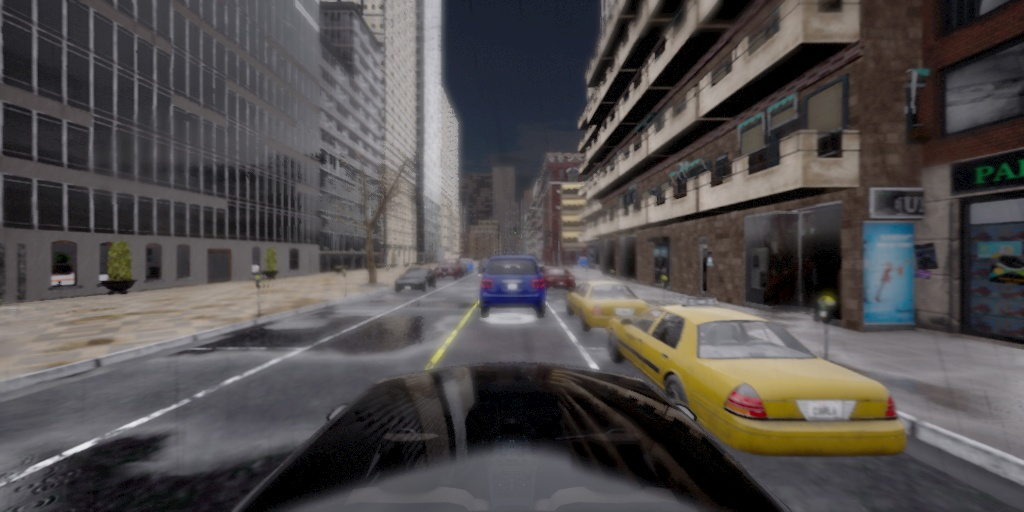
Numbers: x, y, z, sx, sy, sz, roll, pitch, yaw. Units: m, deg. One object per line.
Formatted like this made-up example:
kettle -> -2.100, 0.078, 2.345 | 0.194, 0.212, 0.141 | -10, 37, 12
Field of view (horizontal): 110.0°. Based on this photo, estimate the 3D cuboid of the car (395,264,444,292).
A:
car -> -5.686, 1.379, 21.777 | 1.948, 1.339, 4.313 | 0, 0, 0

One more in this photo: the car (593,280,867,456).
car -> 2.690, 1.286, 5.375 | 1.751, 1.417, 4.829 | 0, 0, 0

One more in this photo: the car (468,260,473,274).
car -> -5.682, 1.436, 38.345 | 1.948, 1.339, 4.313 | 0, 0, 0

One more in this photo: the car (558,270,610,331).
car -> 2.691, 1.303, 10.898 | 1.751, 1.417, 4.829 | 0, 0, 0

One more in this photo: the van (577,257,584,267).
van -> 13.737, 1.079, 63.825 | 3.998, 1.789, 1.690 | 0, 0, 0

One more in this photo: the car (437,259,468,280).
car -> -5.684, 1.165, 32.822 | 2.192, 1.841, 5.009 | 0, 0, 0

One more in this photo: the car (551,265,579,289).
car -> 2.694, 1.358, 21.774 | 1.888, 1.381, 4.507 | 0, 0, 0

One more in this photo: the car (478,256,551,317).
car -> 0.037, 1.009, 13.470 | 2.150, 2.045, 5.566 | 0, 0, 0

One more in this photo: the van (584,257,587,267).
van -> 13.756, 1.086, 55.444 | 3.998, 1.789, 1.690 | 0, 0, 0

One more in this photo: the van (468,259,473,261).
van -> -5.681, 1.231, 43.868 | 1.690, 1.789, 3.998 | 0, 0, 0
